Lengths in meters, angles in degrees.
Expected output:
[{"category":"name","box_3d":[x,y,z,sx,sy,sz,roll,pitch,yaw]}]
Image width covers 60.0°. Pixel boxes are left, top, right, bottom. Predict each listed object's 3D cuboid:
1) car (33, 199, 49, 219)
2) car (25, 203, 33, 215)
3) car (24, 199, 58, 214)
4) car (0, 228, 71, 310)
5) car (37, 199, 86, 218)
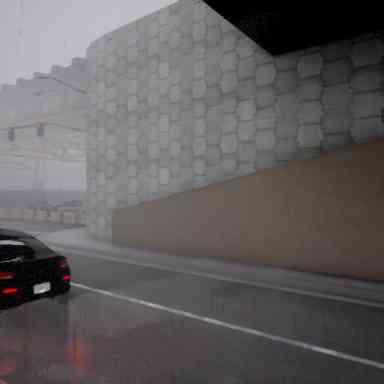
[{"category":"car","box_3d":[-10.338,1.454,28.349,4.974,1.542,2.038,0,0,0]},{"category":"car","box_3d":[-14.029,1.454,31.109,2.038,1.542,4.974,0,0,-10]},{"category":"car","box_3d":[-14.038,1.297,31.160,1.853,1.218,4.536,0,0,-10]},{"category":"car","box_3d":[-4.518,1.526,7.204,4.674,1.442,1.812,0,0,35]},{"category":"car","box_3d":[-10.286,1.296,28.349,4.536,1.218,1.853,0,0,0]}]
